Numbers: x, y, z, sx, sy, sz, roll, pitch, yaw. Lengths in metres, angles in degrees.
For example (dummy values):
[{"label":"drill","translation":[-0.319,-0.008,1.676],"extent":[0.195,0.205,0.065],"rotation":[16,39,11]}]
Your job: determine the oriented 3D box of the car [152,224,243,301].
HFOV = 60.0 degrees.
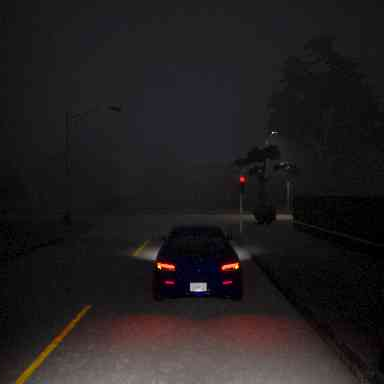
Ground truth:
[{"label":"car","translation":[0.120,1.526,8.214],"extent":[1.812,1.442,4.674],"rotation":[0,0,0]}]
